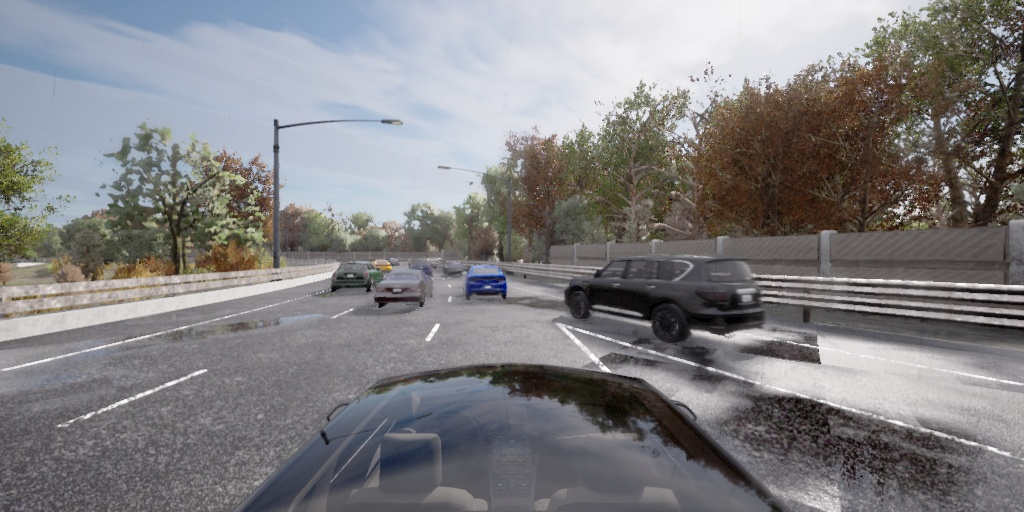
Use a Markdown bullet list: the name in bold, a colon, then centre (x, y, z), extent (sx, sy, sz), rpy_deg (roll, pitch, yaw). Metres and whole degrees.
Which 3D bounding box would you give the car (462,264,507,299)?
- **car**: centre (-1.438, 1.225, 18.203), extent (1.882, 1.535, 5.008), rpy_deg (0, 0, -8)

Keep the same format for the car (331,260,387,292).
- **car**: centre (-9.076, 1.099, 21.326), extent (2.097, 1.767, 4.553), rpy_deg (0, 0, -11)

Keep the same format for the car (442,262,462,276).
- **car**: centre (-5.842, 1.308, 36.488), extent (1.994, 1.385, 4.181), rpy_deg (0, 0, -19)

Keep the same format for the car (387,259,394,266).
- **car**: centre (-15.001, 1.221, 41.127), extent (1.882, 1.535, 5.008), rpy_deg (0, 0, -22)

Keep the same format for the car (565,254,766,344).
- **car**: centre (3.761, 0.972, 9.984), extent (2.150, 2.045, 5.566), rpy_deg (0, 0, -27)

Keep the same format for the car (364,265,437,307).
- **car**: centre (-4.503, 1.295, 15.529), extent (2.033, 1.411, 5.357), rpy_deg (0, 0, -8)

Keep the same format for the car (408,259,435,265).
- **car**: centre (-9.002, 1.097, 34.848), extent (2.097, 1.767, 4.553), rpy_deg (0, 0, -18)
